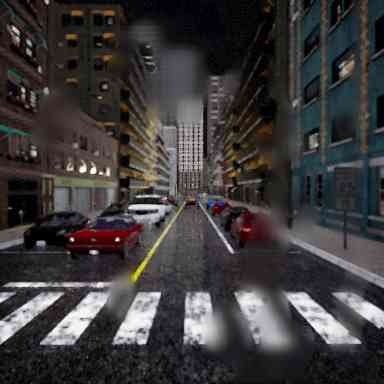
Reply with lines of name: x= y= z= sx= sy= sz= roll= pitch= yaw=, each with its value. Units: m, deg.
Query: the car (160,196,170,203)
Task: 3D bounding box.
car: x=-5.685 y=1.510 z=69.775 sx=1.752 sy=1.417 sz=4.829 roll=0 pitch=0 yaw=0

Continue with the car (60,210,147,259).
car: x=-3.090 y=1.594 z=12.708 sx=1.895 sy=1.301 sz=4.718 roll=0 pitch=0 yaw=0

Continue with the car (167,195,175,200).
car: x=-5.680 y=1.535 z=92.039 sx=1.887 sy=1.381 sz=4.507 roll=0 pitch=0 yaw=0

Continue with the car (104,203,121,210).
car: x=-5.692 y=1.554 z=25.757 sx=1.947 sy=1.339 sz=4.313 roll=0 pitch=0 yaw=0

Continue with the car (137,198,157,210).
car: x=-5.689 y=1.529 z=42.328 sx=1.887 sy=1.381 sz=4.507 roll=0 pitch=0 yaw=0

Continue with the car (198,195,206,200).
car: x=2.700 y=1.542 z=92.024 sx=2.008 sy=1.369 sz=4.403 roll=-1 pitch=0 yaw=0

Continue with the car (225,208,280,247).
car: x=2.687 y=1.574 z=14.696 sx=1.802 sy=1.307 sz=4.206 roll=0 pitch=0 yaw=0

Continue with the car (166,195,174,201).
car: x=-5.681 y=1.555 z=86.515 sx=1.947 sy=1.339 sz=4.313 roll=0 pitch=0 yaw=0

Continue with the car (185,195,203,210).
car: x=0.008 y=1.476 z=43.736 sx=2.128 sy=1.511 sz=4.902 roll=0 pitch=0 yaw=0

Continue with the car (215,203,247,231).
car: x=2.688 y=1.556 z=20.220 sx=1.947 sy=1.339 sz=4.313 roll=0 pitch=0 yaw=0

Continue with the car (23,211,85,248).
car: x=-5.694 y=1.558 z=14.710 sx=1.947 sy=1.339 sz=4.313 roll=0 pitch=0 yaw=0

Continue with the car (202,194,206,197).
car: x=2.694 y=1.509 z=59.053 sx=1.752 sy=1.417 sz=4.829 roll=0 pitch=0 yaw=0

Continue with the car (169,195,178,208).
car: x=-2.991 y=1.498 z=48.297 sx=1.895 sy=1.301 sz=4.718 roll=0 pitch=0 yaw=0

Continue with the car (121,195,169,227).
car: x=-3.080 y=1.210 z=23.175 sx=2.150 sy=2.045 sz=5.566 roll=0 pitch=0 yaw=0

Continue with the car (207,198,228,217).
car: x=2.690 y=1.531 z=31.267 sx=1.887 sy=1.381 sz=4.507 roll=0 pitch=0 yaw=0

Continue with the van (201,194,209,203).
van: x=2.694 y=1.327 z=69.931 sx=1.690 sy=1.788 sz=3.998 roll=-1 pitch=0 yaw=0

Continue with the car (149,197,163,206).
car: x=-5.687 y=1.565 z=53.374 sx=1.802 sy=1.307 sz=4.206 roll=0 pitch=0 yaw=0

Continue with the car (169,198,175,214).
car: x=-3.067 y=1.587 z=33.029 sx=1.895 sy=1.301 sz=4.718 roll=0 pitch=0 yaw=0

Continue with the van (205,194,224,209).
van: x=2.689 y=1.327 z=36.790 sx=1.690 sy=1.788 sz=3.998 roll=0 pitch=0 yaw=0

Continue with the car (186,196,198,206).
car: x=0.010 y=1.461 z=54.159 sx=1.882 sy=1.535 sz=5.008 roll=0 pitch=0 yaw=0

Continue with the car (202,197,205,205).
car: x=2.692 y=1.551 z=42.314 sx=1.947 sy=1.339 sz=4.313 roll=0 pitch=0 yaw=0
